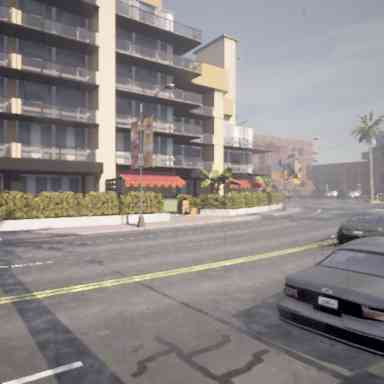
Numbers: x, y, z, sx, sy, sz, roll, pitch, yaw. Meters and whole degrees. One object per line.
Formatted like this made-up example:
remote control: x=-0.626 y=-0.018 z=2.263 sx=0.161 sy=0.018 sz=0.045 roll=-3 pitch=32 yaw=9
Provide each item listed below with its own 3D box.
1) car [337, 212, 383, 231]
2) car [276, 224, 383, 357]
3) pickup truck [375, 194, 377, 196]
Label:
car: x=8.003 y=1.581 z=14.587 sx=4.181 sy=1.385 sz=1.994 roll=0 pitch=0 yaw=-45
car: x=3.803 y=1.555 z=6.114 sx=5.357 sy=1.411 sz=2.033 roll=0 pitch=0 yaw=-39
pickup truck: x=46.682 y=1.185 z=81.197 sx=6.274 sy=2.098 sz=2.390 roll=0 pitch=0 yaw=-36
